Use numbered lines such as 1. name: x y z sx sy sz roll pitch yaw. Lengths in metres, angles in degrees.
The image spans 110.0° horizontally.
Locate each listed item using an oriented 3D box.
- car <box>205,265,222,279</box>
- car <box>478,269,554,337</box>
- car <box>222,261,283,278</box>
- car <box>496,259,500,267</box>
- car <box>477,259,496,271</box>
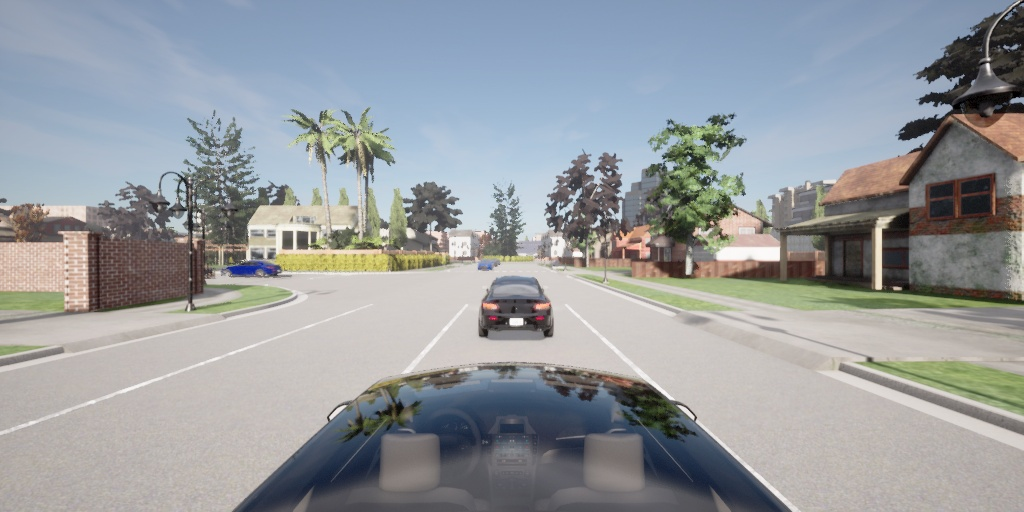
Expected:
1. car: -25.546 0.911 27.455 4.553 1.767 2.097 0 0 1
2. car: 0.096 1.275 10.152 1.812 1.442 4.674 0 0 0
3. car: -22.401 1.105 30.965 4.674 1.442 1.812 0 0 2
4. car: -3.590 1.268 64.481 1.812 1.442 4.674 0 0 0
5. car: -3.619 1.222 48.783 1.882 1.535 5.008 0 1 0
